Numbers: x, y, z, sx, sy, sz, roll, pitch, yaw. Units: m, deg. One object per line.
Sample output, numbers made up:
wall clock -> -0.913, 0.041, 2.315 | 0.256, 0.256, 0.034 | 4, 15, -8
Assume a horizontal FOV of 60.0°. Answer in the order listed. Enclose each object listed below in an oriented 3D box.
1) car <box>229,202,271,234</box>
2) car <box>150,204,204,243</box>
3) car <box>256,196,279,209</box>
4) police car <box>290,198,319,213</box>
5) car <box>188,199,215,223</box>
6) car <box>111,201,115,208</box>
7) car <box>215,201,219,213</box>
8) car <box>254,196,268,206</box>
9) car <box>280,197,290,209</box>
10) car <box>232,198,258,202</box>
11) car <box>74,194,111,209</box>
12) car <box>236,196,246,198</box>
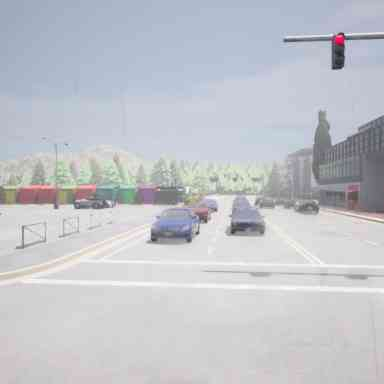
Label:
car -> 3.173, 1.547, 19.456 | 2.033, 1.411, 5.357 | 0, 0, 7
car -> -0.683, 1.526, 16.453 | 1.812, 1.442, 4.674 | 0, 0, 8
car -> 10.335, 1.492, 46.053 | 2.128, 1.511, 4.902 | 0, 0, 8
police car -> 12.626, 1.510, 37.053 | 2.038, 1.542, 4.974 | 0, 0, 7
car -> 0.420, 1.478, 25.499 | 1.882, 1.535, 5.008 | 0, 0, 7
car -> -12.113, 1.395, 43.675 | 3.806, 1.475, 1.970 | 0, 0, 6
car -> 1.962, 1.526, 37.159 | 1.812, 1.442, 4.674 | 0, 0, 8
car -> 11.600, 1.505, 56.080 | 1.837, 1.490, 4.892 | 0, 0, 7
car -> 13.793, 1.492, 45.502 | 2.128, 1.511, 4.902 | 0, 0, 8
car -> 4.608, 1.548, 30.534 | 2.033, 1.411, 5.357 | 0, 0, 8
car -> -12.428, 1.156, 40.797 | 3.866, 1.878, 1.905 | 0, 0, 6
car -> 6.110, 1.352, 41.739 | 2.097, 1.767, 4.553 | 0, 0, 8
